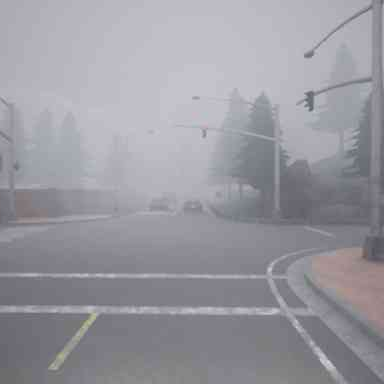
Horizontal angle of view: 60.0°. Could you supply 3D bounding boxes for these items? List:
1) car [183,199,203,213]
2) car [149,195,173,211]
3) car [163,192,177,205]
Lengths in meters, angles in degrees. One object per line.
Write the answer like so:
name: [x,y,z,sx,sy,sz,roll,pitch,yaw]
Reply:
car: [0.099,1.383,34.820,1.994,1.385,4.181,0,0,0]
car: [-3.578,1.355,37.209,2.033,1.411,5.357,0,0,0]
car: [-3.538,0.953,51.897,2.150,2.045,5.566,0,0,1]
